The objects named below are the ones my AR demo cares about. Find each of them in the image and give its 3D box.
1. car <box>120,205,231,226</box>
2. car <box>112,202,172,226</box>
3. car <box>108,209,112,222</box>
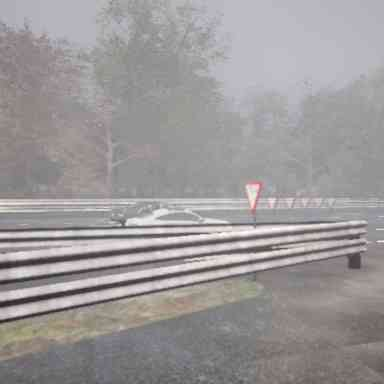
[{"bbox_3d":[-0.462,1.413,13.899,4.674,1.442,1.812,0,1,-16],"label":"car"},{"bbox_3d":[-1.438,1.320,17.258,4.902,1.511,2.128,0,1,-16],"label":"car"},{"bbox_3d":[-2.412,1.317,20.622,5.357,1.411,2.033,0,1,-16],"label":"car"}]
